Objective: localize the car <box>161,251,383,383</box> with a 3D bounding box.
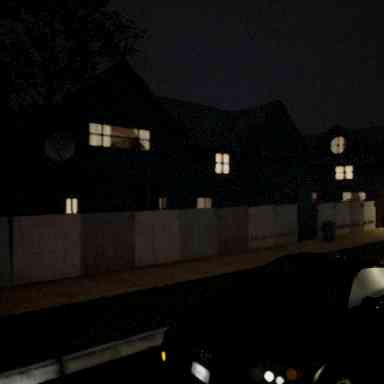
[{"bbox_3d":[1.690,1.562,4.401,4.181,1.385,1.994,0,0,-36],"label":"car"}]
